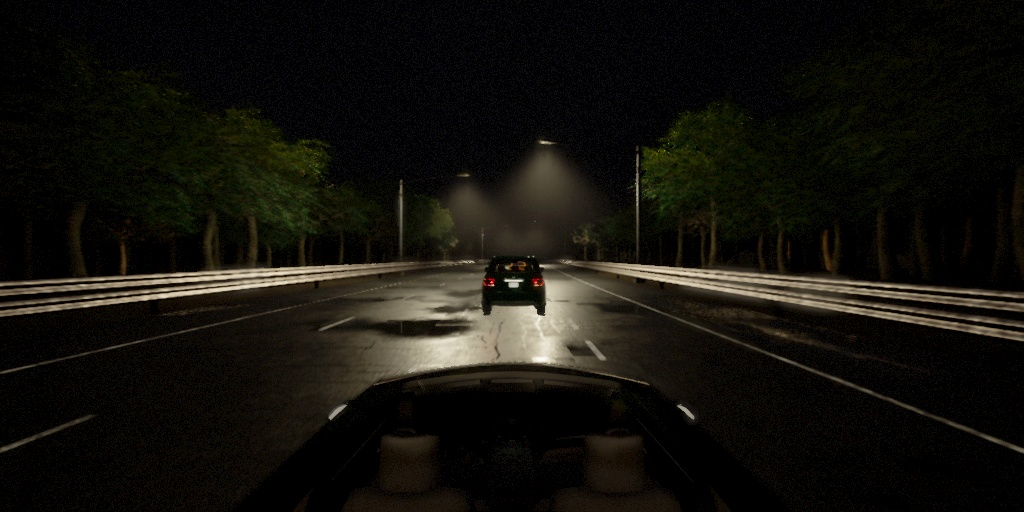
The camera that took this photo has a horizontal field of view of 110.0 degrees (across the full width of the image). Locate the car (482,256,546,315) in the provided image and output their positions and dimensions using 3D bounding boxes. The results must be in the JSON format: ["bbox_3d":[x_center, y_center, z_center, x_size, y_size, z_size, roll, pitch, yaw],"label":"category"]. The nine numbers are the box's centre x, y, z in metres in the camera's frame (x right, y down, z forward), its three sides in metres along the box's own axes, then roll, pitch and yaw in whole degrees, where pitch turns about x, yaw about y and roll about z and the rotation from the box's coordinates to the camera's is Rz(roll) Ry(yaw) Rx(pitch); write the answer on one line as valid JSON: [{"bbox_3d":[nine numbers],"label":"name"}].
[{"bbox_3d":[0.092,1.013,13.885,2.150,2.045,5.566,0,0,1],"label":"car"}]
